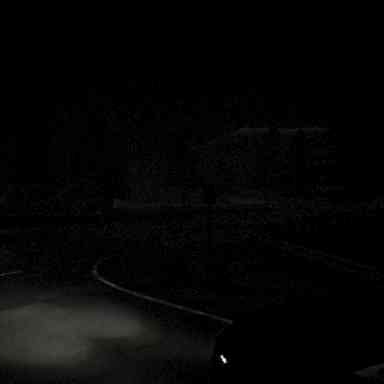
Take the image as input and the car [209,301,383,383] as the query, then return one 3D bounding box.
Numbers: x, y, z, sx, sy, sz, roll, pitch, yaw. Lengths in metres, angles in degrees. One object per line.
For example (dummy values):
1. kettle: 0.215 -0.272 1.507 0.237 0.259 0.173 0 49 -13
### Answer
1. car: 2.393 1.491 2.286 4.902 1.511 2.128 0 0 36
